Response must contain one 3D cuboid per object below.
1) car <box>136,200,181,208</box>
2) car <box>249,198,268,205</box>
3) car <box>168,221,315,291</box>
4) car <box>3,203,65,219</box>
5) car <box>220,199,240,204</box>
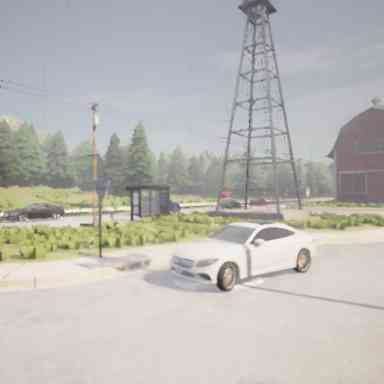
[{"bbox_3d":[-3.559,1.416,35.466,2.150,2.045,5.566,-1,0,36],"label":"car"},{"bbox_3d":[11.168,1.717,56.047,1.812,1.442,4.674,-1,0,36],"label":"car"},{"bbox_3d":[1.557,1.559,9.232,4.674,1.442,1.812,0,0,-37],"label":"car"},{"bbox_3d":[-13.294,1.718,28.188,2.128,1.511,4.902,-1,0,36],"label":"car"},{"bbox_3d":[5.418,1.756,47.966,1.994,1.385,4.181,-1,0,36],"label":"car"}]
